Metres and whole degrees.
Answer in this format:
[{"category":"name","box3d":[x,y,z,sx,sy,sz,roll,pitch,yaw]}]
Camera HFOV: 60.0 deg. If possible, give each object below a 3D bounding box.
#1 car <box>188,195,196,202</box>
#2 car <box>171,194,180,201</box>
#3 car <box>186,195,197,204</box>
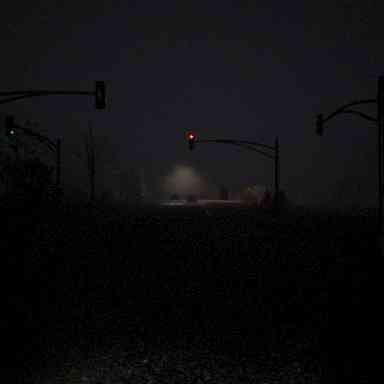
[{"category":"car","box3d":[-0.069,1.425,78.085,1.837,1.490,4.892,0,0,0]},{"category":"car","box3d":[-3.564,1.195,72.251,1.837,1.490,4.892,0,0,0]},{"category":"car","box3d":[-0.060,1.424,68.049,2.097,1.767,4.553,0,0,0]}]
